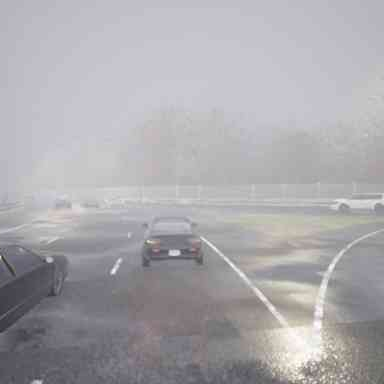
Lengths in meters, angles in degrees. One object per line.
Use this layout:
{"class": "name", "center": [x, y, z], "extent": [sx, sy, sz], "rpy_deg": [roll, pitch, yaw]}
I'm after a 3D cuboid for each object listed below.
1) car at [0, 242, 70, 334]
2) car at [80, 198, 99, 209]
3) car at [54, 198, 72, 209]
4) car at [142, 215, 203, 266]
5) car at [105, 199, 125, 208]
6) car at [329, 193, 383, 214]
{"class": "car", "center": [-3.681, 1.557, 5.481], "extent": [2.033, 1.411, 5.357], "rpy_deg": [0, 0, -4]}
{"class": "car", "center": [-14.310, 1.576, 46.575], "extent": [1.994, 1.385, 4.181], "rpy_deg": [0, 0, -27]}
{"class": "car", "center": [-17.607, 1.518, 45.337], "extent": [2.128, 1.511, 4.902], "rpy_deg": [0, 0, -27]}
{"class": "car", "center": [-0.741, 1.518, 11.502], "extent": [1.812, 1.442, 4.674], "rpy_deg": [0, 0, -6]}
{"class": "car", "center": [-11.184, 1.600, 48.144], "extent": [1.895, 1.301, 4.718], "rpy_deg": [0, 0, -27]}
{"class": "car", "center": [17.036, 1.116, 33.900], "extent": [5.566, 2.045, 2.150], "rpy_deg": [0, 0, 10]}
